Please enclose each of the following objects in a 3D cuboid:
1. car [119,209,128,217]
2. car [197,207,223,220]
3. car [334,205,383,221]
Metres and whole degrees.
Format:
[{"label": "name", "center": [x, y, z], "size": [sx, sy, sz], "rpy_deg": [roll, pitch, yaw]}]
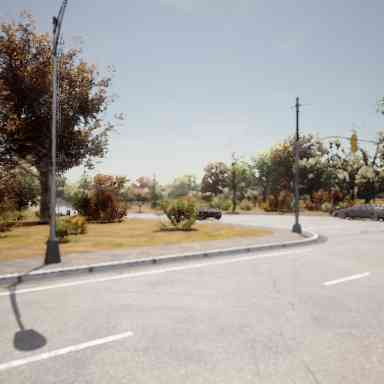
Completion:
[{"label": "car", "center": [-11.879, 3.250, 53.549], "size": [2.128, 1.511, 4.902], "rpy_deg": [0, -3, -32]}, {"label": "car", "center": [1.022, 2.143, 33.291], "size": [1.895, 1.301, 4.718], "rpy_deg": [0, -3, -33]}, {"label": "car", "center": [15.663, 1.849, 30.089], "size": [2.033, 1.411, 5.357], "rpy_deg": [0, -1, -33]}]
